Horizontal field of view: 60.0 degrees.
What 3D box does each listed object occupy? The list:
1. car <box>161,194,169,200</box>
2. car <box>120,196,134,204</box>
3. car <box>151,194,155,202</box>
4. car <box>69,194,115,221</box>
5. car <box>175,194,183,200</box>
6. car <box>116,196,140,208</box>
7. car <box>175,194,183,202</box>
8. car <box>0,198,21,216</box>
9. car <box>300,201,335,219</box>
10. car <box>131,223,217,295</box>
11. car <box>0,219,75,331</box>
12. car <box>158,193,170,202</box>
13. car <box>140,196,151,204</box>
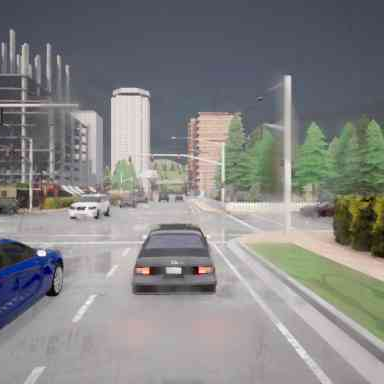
[{"bbox_3d":[-6.774,1.351,84.775,1.812,1.442,4.674,0,0,-2],"label":"car"},{"bbox_3d":[-13.130,1.548,67.382,2.033,1.411,5.357,0,0,-2],"label":"car"},{"bbox_3d":[-10.024,1.538,78.080,1.994,1.385,4.181,0,0,-2],"label":"car"},{"bbox_3d":[-8.418,1.220,27.917,2.150,2.045,5.566,0,0,-1],"label":"car"},{"bbox_3d":[-3.277,1.327,84.907,1.837,1.490,4.892,0,0,-2],"label":"car"},{"bbox_3d":[-8.942,1.563,46.855,1.994,1.385,4.181,0,0,-2],"label":"car"},{"bbox_3d":[-2.929,1.493,75.694,1.837,1.490,4.892,0,0,-2],"label":"car"},{"bbox_3d":[-18.883,1.352,31.554,4.553,1.767,2.097,0,0,-15],"label":"car"},{"bbox_3d":[11.742,1.478,28.231,5.008,1.535,1.882,0,0,-1],"label":"car"},{"bbox_3d":[-0.421,1.547,8.858,2.033,1.411,5.357,0,0,-2],"label":"car"},{"bbox_3d":[-3.731,1.478,5.559,1.882,1.535,5.008,0,0,-3],"label":"car"},{"bbox_3d":[-6.414,1.218,75.241,2.150,2.045,5.566,0,0,-2],"label":"car"},{"bbox_3d":[-9.516,1.563,63.330,1.994,1.385,4.181,0,0,-2],"label":"car"}]
